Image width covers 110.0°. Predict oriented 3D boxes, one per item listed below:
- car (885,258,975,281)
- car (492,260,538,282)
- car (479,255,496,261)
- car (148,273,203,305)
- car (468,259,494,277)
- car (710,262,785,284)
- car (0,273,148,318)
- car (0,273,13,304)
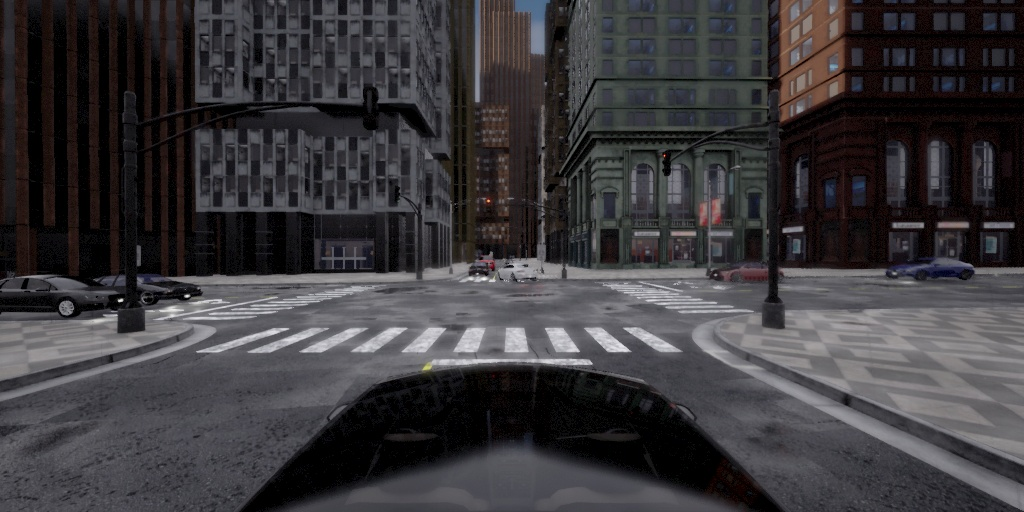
[{"bbox_3d":[27.709,0.867,23.789,4.674,1.442,1.812,-1,0,0],"label":"car"},{"bbox_3d":[0.384,1.259,28.429,1.812,1.442,4.674,-2,1,-25],"label":"car"},{"bbox_3d":[-3.331,0.934,46.873,2.150,2.045,5.566,0,0,-1],"label":"car"},{"bbox_3d":[-17.863,1.523,17.023,5.357,1.411,2.033,-1,0,5],"label":"car"},{"bbox_3d":[-3.236,1.276,36.193,2.033,1.411,5.357,0,0,0],"label":"car"},{"bbox_3d":[15.507,1.060,23.763,4.181,1.385,1.994,-1,0,0],"label":"car"},{"bbox_3d":[-17.420,1.492,13.717,4.892,1.490,1.837,-1,0,0],"label":"car"},{"bbox_3d":[-27.350,1.609,16.942,4.892,1.490,1.837,-1,0,0],"label":"car"}]
